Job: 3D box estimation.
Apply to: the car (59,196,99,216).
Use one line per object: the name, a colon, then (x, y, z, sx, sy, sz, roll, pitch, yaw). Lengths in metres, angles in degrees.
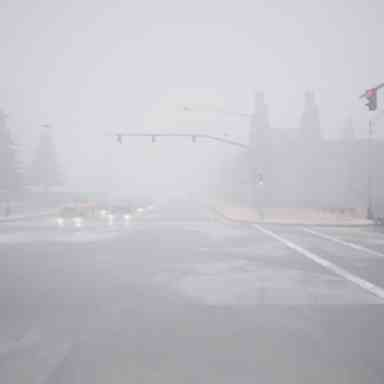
car: (-10.595, 1.273, 31.027, 2.097, 1.767, 4.553, 0, 0, 0)

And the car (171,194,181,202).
car: (-3.508, 1.290, 74.239, 1.882, 1.535, 5.008, 0, 0, 0)

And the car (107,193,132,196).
car: (-10.561, 1.355, 48.431, 1.882, 1.535, 5.008, 0, 0, 0)

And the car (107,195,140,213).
car: (-7.086, 1.389, 35.102, 1.882, 1.535, 5.008, 0, 0, 0)

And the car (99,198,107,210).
car: (-10.586, 1.463, 39.658, 1.994, 1.385, 4.181, 0, 0, 1)

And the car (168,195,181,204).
car: (-3.406, 1.446, 61.256, 1.895, 1.301, 4.718, 0, 0, 0)

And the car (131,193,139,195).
car: (-10.506, 1.398, 58.893, 2.033, 1.411, 5.357, 0, 0, 0)

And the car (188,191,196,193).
car: (-0.008, 0.893, 73.945, 2.150, 2.045, 5.566, 0, 0, 0)

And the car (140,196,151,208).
car: (-7.073, 1.452, 44.094, 1.994, 1.385, 4.181, 0, 0, 1)

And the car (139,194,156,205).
car: (-7.018, 1.367, 54.167, 1.837, 1.490, 4.892, 0, 0, 0)

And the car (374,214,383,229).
car: (12.739, 1.458, 18.413, 4.892, 1.490, 1.837, 0, 0, -1)

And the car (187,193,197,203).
car: (-0.007, 1.401, 64.044, 1.994, 1.385, 4.181, 0, 0, 0)
